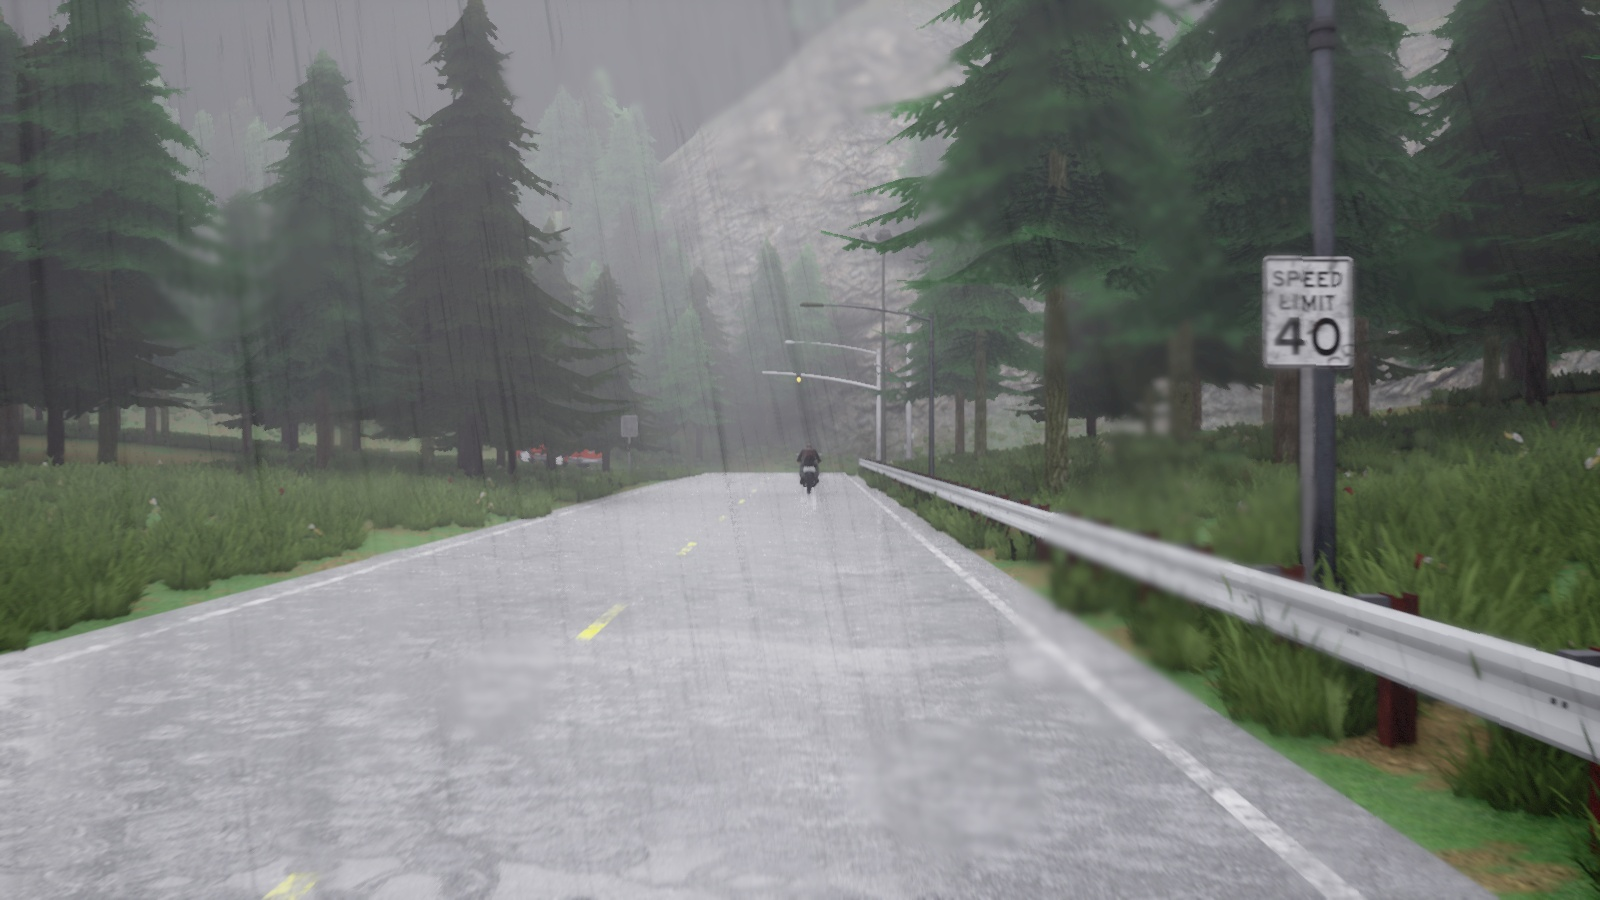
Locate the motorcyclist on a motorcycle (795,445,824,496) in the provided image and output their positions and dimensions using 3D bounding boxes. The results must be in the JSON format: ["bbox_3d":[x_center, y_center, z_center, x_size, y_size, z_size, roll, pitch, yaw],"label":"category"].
[{"bbox_3d":[0.279,0.609,38.668,0.866,1.530,2.191,0,0,0],"label":"motorcyclist on a motorcycle"}]

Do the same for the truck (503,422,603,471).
[{"bbox_3d":[-14.815,-0.200,75.279,5.204,2.467,2.627,5,0,28],"label":"truck"}]
